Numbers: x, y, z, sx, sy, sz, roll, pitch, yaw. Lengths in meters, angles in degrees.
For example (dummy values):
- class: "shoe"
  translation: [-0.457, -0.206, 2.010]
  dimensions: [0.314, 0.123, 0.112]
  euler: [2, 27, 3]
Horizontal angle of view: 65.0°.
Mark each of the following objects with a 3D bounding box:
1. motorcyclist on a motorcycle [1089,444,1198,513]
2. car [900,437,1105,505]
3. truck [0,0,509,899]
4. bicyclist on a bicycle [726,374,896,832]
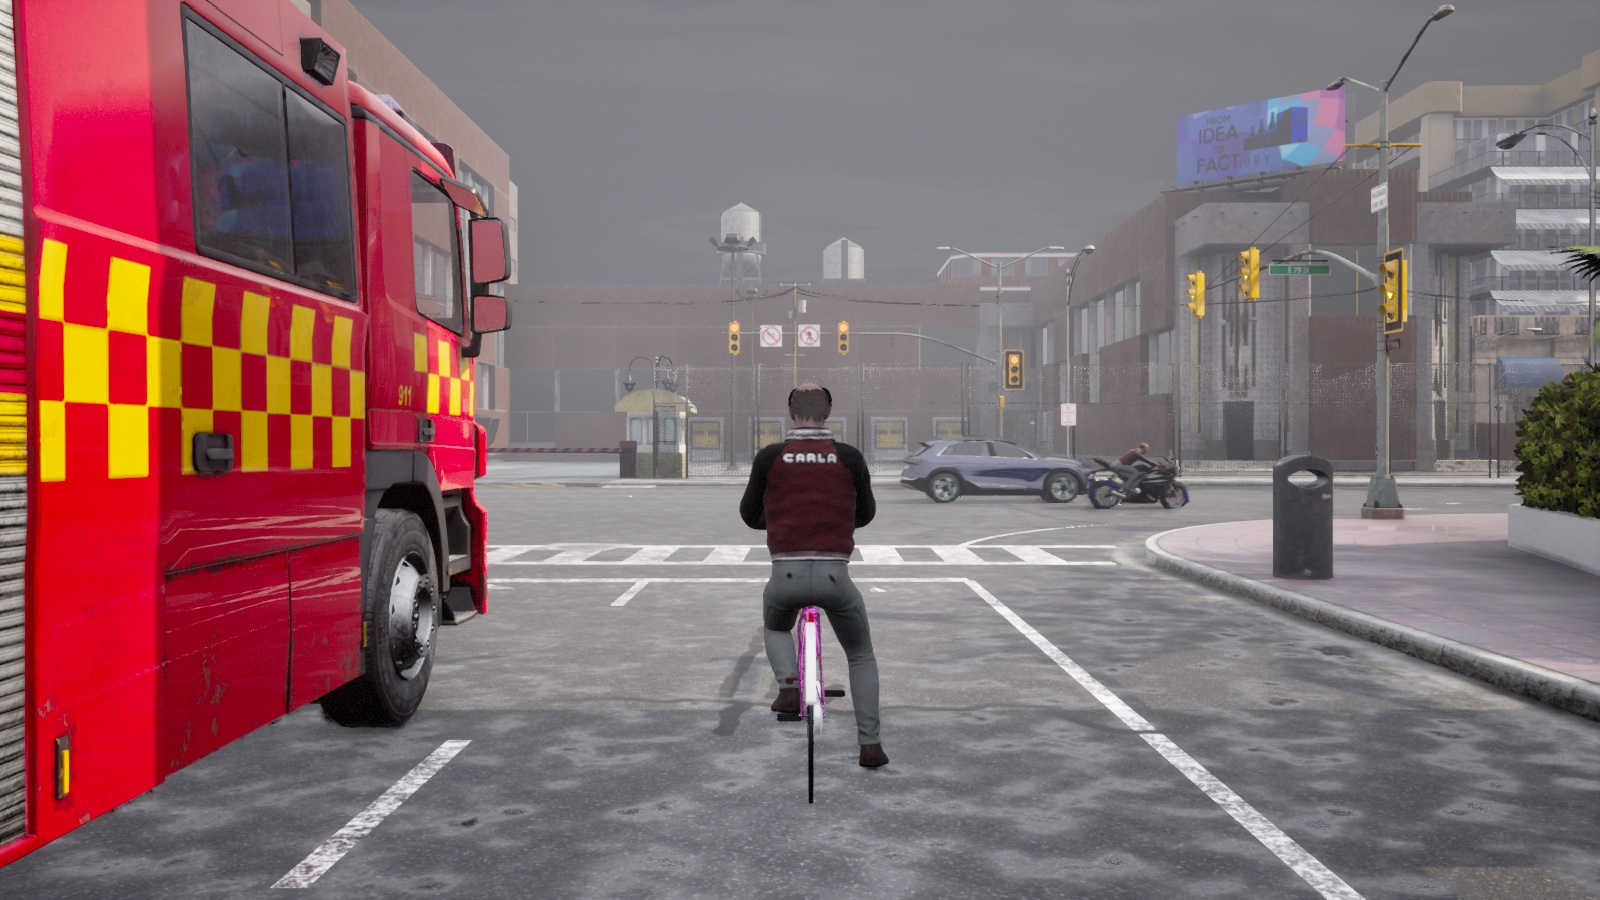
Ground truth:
- class: "motorcyclist on a motorcycle"
  translation: [7.692, 0.629, 28.186]
  dimensions: [2.191, 1.530, 0.866]
  euler: [0, 0, 1]
- class: "car"
  translation: [5.034, 0.502, 31.723]
  dimensions: [4.856, 1.649, 2.033]
  euler: [0, 0, 1]
- class: "truck"
  translation: [-3.466, -0.446, 4.404]
  dimensions: [2.891, 3.827, 8.468]
  euler: [0, 0, 0]
- class: "bicyclist on a bicycle"
  translation: [0.044, 0.584, 5.787]
  dimensions: [0.659, 1.776, 1.843]
  euler: [0, 1, 0]
